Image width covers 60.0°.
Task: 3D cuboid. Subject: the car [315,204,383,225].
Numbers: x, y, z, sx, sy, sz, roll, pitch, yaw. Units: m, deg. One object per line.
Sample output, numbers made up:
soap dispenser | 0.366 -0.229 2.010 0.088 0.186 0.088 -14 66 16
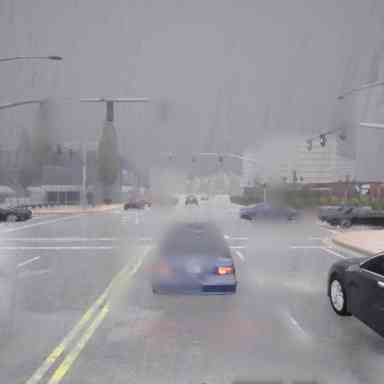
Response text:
car | 10.556 1.600 20.918 4.718 1.301 1.895 0 0 -1

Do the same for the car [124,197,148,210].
car | -7.286 1.599 42.226 1.895 1.301 4.718 0 0 1

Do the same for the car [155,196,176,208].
car | -3.755 1.599 47.532 1.895 1.301 4.718 0 0 0

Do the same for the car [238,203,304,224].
car | 5.756 1.524 24.316 4.674 1.442 1.812 0 0 -1

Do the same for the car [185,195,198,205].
car | -0.094 1.349 58.609 2.097 1.767 4.553 0 0 0

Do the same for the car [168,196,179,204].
car | -3.748 1.561 66.670 1.994 1.385 4.181 0 0 0

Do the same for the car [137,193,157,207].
car | -7.260 1.219 51.870 2.150 2.045 5.566 0 0 0

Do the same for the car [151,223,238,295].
car | 0.054 1.547 8.855 2.033 1.411 5.357 0 0 0

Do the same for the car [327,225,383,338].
car | 3.547 1.505 4.610 1.837 1.490 4.892 0 0 0

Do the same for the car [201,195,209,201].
car | 3.222 1.549 84.534 1.994 1.385 4.181 0 0 0

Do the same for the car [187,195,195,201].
car | -0.278 1.474 84.489 1.882 1.535 5.008 0 0 0

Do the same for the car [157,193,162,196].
car | -7.264 1.349 61.797 2.097 1.767 4.553 0 0 0

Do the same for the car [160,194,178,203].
car | -3.771 1.489 56.803 2.128 1.511 4.902 0 0 0

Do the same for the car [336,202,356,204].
car | 14.343 1.599 31.778 4.718 1.301 1.895 0 0 1

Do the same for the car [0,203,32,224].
car | -14.260 1.477 24.051 5.008 1.535 1.882 0 0 -4
